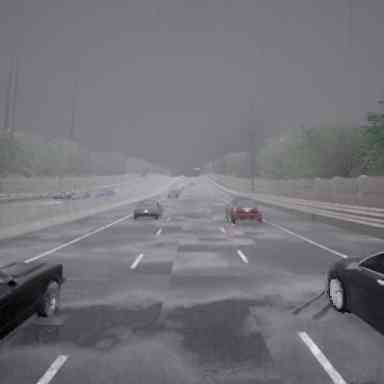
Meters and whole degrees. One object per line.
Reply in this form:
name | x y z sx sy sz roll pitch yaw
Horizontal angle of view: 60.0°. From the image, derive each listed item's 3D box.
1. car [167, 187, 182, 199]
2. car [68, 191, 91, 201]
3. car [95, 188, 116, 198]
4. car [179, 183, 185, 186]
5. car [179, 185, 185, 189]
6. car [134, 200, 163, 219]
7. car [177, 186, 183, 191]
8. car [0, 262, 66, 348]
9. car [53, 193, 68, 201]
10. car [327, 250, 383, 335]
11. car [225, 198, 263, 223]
car | -3.521 0.421 61.768 2.033 1.649 4.856 0 2 0
car | -17.556 0.703 53.186 1.837 1.490 4.892 0 1 1
car | -14.050 0.391 54.421 2.150 2.045 5.566 0 1 1
car | -3.532 -0.988 94.720 1.812 1.442 4.674 0 3 0
car | -3.529 -0.291 83.769 1.895 1.301 4.718 0 3 0
car | -3.410 1.343 26.618 1.994 1.385 4.181 0 1 0
car | -3.525 0.129 72.754 1.837 1.490 4.892 0 2 0
car | -3.403 1.601 4.454 1.895 1.301 4.718 0 0 0
car | -21.045 0.767 54.453 1.895 1.301 4.718 0 1 1
car | 3.597 1.506 4.730 1.837 1.490 4.892 0 0 0
car | 3.591 1.180 23.703 2.097 1.767 4.553 0 1 0
